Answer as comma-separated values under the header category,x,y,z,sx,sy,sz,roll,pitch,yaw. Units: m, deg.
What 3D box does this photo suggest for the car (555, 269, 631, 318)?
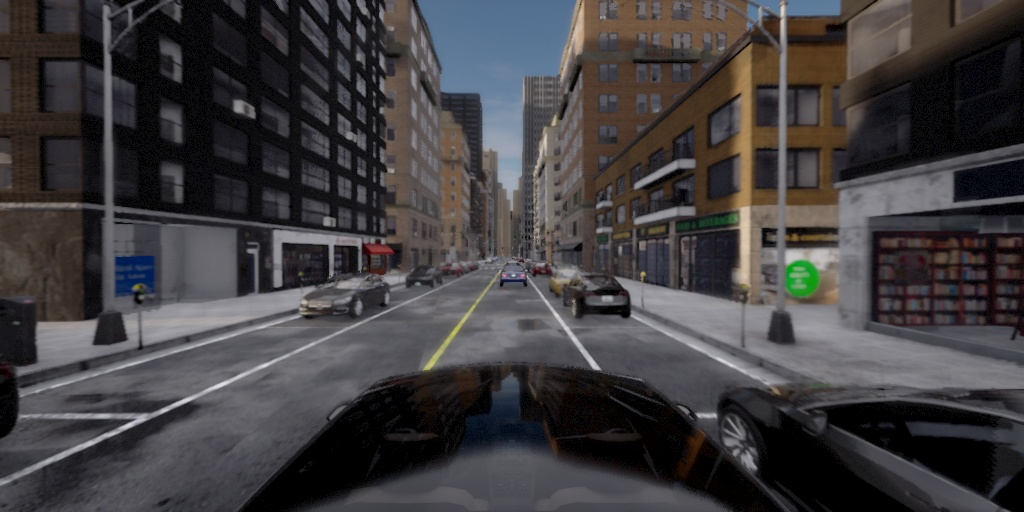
category,x,y,z,sx,sy,sz,roll,pitch,yaw
car,2.855,1.313,12.761,1.948,1.339,4.313,0,0,0

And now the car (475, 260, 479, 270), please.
category,x,y,z,sx,sy,sz,roll,pitch,yaw
car,-5.675,1.280,45.930,1.888,1.381,4.507,0,0,0

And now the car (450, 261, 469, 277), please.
category,x,y,z,sx,sy,sz,roll,pitch,yaw
car,-5.674,1.285,34.869,1.888,1.381,4.507,0,0,0

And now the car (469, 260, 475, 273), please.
category,x,y,z,sx,sy,sz,roll,pitch,yaw
car,-5.674,1.288,40.400,2.007,1.370,4.403,0,0,0

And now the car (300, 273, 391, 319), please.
category,x,y,z,sx,sy,sz,roll,pitch,yaw
car,-5.671,1.298,12.746,2.007,1.370,4.403,0,0,0

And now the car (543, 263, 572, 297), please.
category,x,y,z,sx,sy,sz,roll,pitch,yaw
car,2.854,1.271,18.460,1.751,1.417,4.829,0,0,0

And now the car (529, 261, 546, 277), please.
category,x,y,z,sx,sy,sz,roll,pitch,yaw
car,2.852,1.285,34.878,1.888,1.381,4.507,0,0,0

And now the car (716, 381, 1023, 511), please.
category,x,y,z,sx,sy,sz,roll,pitch,yaw
car,2.856,1.316,1.702,1.948,1.339,4.313,0,0,0

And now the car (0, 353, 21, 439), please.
category,x,y,z,sx,sy,sz,roll,pitch,yaw
car,-5.669,1.316,1.684,1.948,1.339,4.313,0,0,0

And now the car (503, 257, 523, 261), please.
category,x,y,z,sx,sy,sz,roll,pitch,yaw
car,0.094,1.214,43.901,1.882,1.535,5.008,0,0,0

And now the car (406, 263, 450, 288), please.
category,x,y,z,sx,sy,sz,roll,pitch,yaw
car,-5.672,1.310,23.807,1.948,1.339,4.313,0,0,0

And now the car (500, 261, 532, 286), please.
category,x,y,z,sx,sy,sz,roll,pitch,yaw
car,0.097,1.291,25.261,2.033,1.411,5.357,0,0,0
